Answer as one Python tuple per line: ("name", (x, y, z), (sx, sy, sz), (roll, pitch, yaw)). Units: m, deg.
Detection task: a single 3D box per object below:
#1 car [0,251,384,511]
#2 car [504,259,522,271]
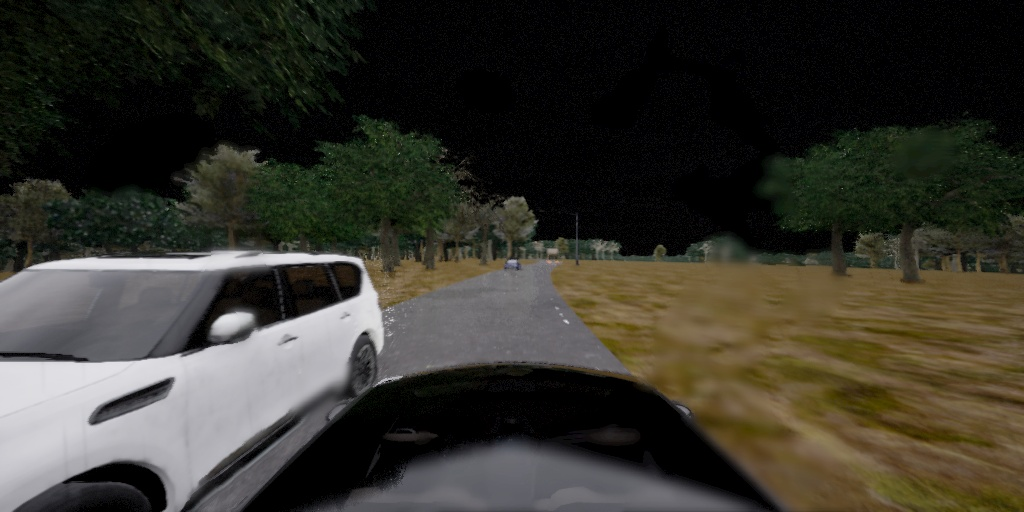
("car", (-3.064, 0.965, 3.359), (2.150, 2.045, 5.566), (0, 0, 0))
("car", (0.107, 1.184, 47.077), (1.812, 1.442, 4.674), (0, 0, 8))
